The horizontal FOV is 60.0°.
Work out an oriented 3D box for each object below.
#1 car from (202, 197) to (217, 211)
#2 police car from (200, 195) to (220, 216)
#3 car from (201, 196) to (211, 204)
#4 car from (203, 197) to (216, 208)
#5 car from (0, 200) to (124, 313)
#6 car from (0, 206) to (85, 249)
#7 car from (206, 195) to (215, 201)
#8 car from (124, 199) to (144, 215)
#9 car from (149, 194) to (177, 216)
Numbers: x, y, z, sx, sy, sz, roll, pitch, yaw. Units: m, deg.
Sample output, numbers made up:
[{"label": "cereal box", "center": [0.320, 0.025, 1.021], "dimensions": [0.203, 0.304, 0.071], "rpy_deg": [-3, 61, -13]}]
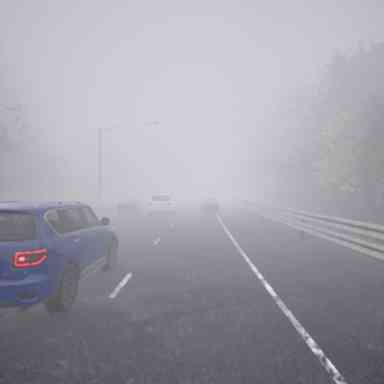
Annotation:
[{"label": "car", "center": [2.263, 1.463, 42.600], "dimensions": [1.882, 1.535, 5.008], "rpy_deg": [0, 0, 3]}, {"label": "police car", "center": [1.778, 1.410, 32.847], "dimensions": [1.930, 1.638, 5.238], "rpy_deg": [0, 0, 2]}, {"label": "car", "center": [2.930, 1.519, 66.890], "dimensions": [1.812, 1.442, 4.674], "rpy_deg": [0, 0, 5]}, {"label": "car", "center": [2.617, 1.493, 48.514], "dimensions": [1.837, 1.490, 4.892], "rpy_deg": [0, 0, 4]}, {"label": "car", "center": [-3.342, 1.214, 7.773], "dimensions": [2.150, 2.045, 5.566], "rpy_deg": [0, 0, 1]}, {"label": "car", "center": [-6.714, 1.489, 15.422], "dimensions": [1.837, 1.490, 4.892], "rpy_deg": [0, 0, 1]}, {"label": "car", "center": [4.634, 1.409, 84.212], "dimensions": [2.033, 1.411, 5.357], "rpy_deg": [0, 0, 6]}, {"label": "car", "center": [-6.125, 1.456, 33.640], "dimensions": [1.882, 1.535, 5.008], "rpy_deg": [0, 0, 2]}, {"label": "car", "center": [-2.701, 1.202, 31.914], "dimensions": [2.150, 2.045, 5.566], "rpy_deg": [0, 0, 2]}]
